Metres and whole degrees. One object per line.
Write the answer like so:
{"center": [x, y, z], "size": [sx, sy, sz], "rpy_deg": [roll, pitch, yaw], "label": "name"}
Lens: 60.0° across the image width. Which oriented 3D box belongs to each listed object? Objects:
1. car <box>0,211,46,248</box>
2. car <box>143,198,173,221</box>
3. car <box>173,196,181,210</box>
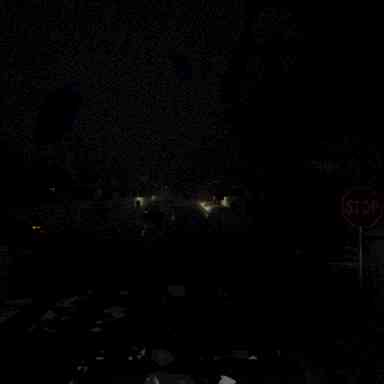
{"center": [-8.595, 1.548, 13.799], "size": [4.674, 1.442, 1.812], "rpy_deg": [0, 1, -17], "label": "car"}
{"center": [-2.919, 1.506, 27.891], "size": [1.882, 1.535, 5.008], "rpy_deg": [0, 0, 0], "label": "car"}
{"center": [-3.027, 1.582, 45.519], "size": [2.128, 1.511, 4.902], "rpy_deg": [0, 0, 0], "label": "car"}
